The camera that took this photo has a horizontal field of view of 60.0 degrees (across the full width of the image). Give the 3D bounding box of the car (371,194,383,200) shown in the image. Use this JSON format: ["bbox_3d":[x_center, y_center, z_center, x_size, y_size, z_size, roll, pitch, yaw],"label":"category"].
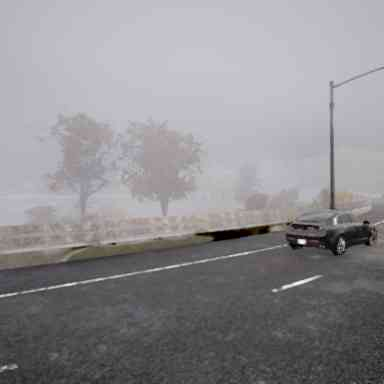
[{"bbox_3d":[43.156,1.131,78.733,1.812,1.442,4.674,0,0,5],"label":"car"}]

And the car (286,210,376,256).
[{"bbox_3d":[5.607,1.475,13.154,4.892,1.490,1.837,0,0,-42],"label":"car"}]

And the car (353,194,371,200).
[{"bbox_3d":[39.681,1.173,79.145,2.033,1.411,5.357,0,0,5],"label":"car"}]
